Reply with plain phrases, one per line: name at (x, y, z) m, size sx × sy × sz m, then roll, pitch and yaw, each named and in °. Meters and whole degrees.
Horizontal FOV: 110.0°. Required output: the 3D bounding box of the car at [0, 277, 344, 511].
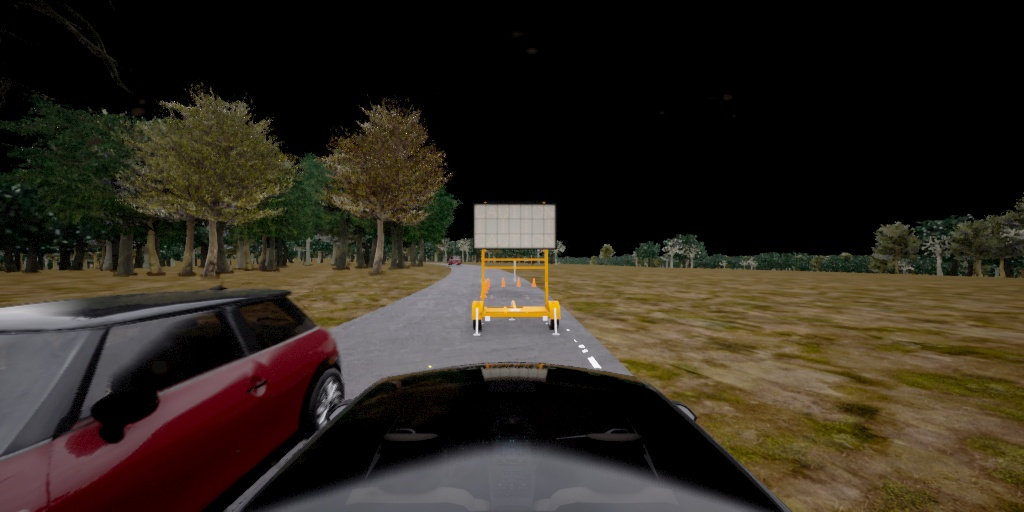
car at (-3.018, 1.100, 2.323) m, size 2.097 × 1.767 × 4.553 m, roll 0°, pitch 0°, yaw 0°

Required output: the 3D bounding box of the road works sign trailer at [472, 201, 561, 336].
road works sign trailer at (0.077, 0.214, 10.436) m, size 2.380 × 3.560 × 2.880 m, roll 0°, pitch 0°, yaw -2°
